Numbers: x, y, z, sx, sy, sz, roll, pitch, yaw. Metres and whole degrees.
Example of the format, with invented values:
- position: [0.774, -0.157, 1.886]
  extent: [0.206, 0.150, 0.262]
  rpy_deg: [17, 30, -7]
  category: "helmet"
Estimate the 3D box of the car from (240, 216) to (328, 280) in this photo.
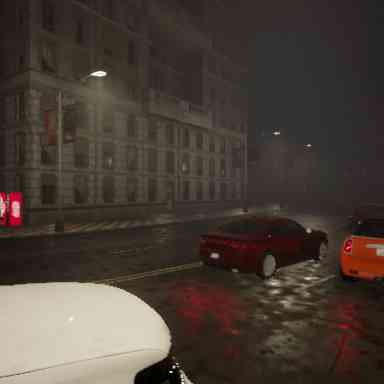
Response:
- position: [2.363, 1.472, 10.156]
  extent: [5.008, 1.535, 1.882]
  rpy_deg: [0, 0, -44]
  category: "car"

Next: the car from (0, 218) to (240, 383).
- position: [-2.603, 1.221, 1.594]
  extent: [5.566, 2.045, 2.150]
  rpy_deg: [0, 0, -34]
  category: "car"

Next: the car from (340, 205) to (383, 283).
- position: [5.720, 1.349, 8.776]
  extent: [4.553, 1.767, 2.097]
  rpy_deg: [0, 0, -45]
  category: "car"
